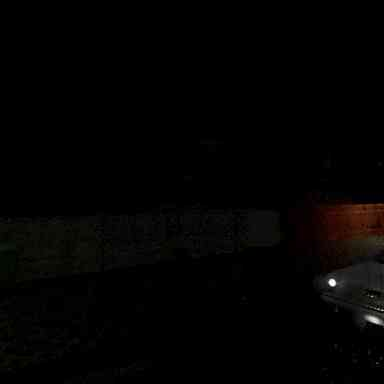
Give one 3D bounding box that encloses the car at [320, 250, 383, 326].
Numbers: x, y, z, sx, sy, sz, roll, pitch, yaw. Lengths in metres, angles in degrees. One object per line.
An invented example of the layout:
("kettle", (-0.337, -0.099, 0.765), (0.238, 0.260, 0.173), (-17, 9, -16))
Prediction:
("car", (4.545, 1.633, 6.318), (4.718, 1.301, 1.895), (0, 0, -36))
